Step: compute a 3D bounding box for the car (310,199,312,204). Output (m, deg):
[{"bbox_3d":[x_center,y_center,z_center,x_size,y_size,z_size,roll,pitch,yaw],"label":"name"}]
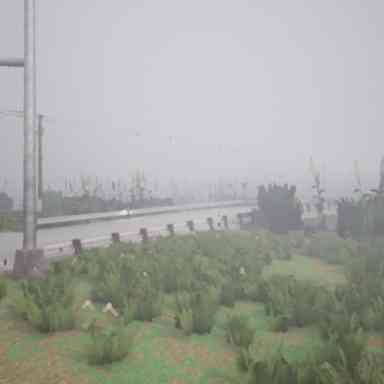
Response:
[{"bbox_3d":[17.473,1.125,44.373,2.033,1.411,5.357,0,-2,44],"label":"car"}]
